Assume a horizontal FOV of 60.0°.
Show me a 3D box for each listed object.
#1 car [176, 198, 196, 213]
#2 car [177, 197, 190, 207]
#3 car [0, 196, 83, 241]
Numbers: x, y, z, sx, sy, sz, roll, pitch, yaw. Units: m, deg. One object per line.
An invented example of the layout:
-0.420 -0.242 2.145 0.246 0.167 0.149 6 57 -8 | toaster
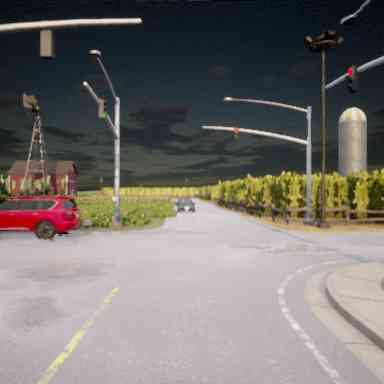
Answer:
-0.648 1.500 36.274 2.128 1.511 4.902 0 0 -3 | car
-1.442 1.606 53.782 1.994 1.385 4.181 0 0 -3 | car
-8.303 1.237 16.442 5.566 2.045 2.150 0 0 1 | car
